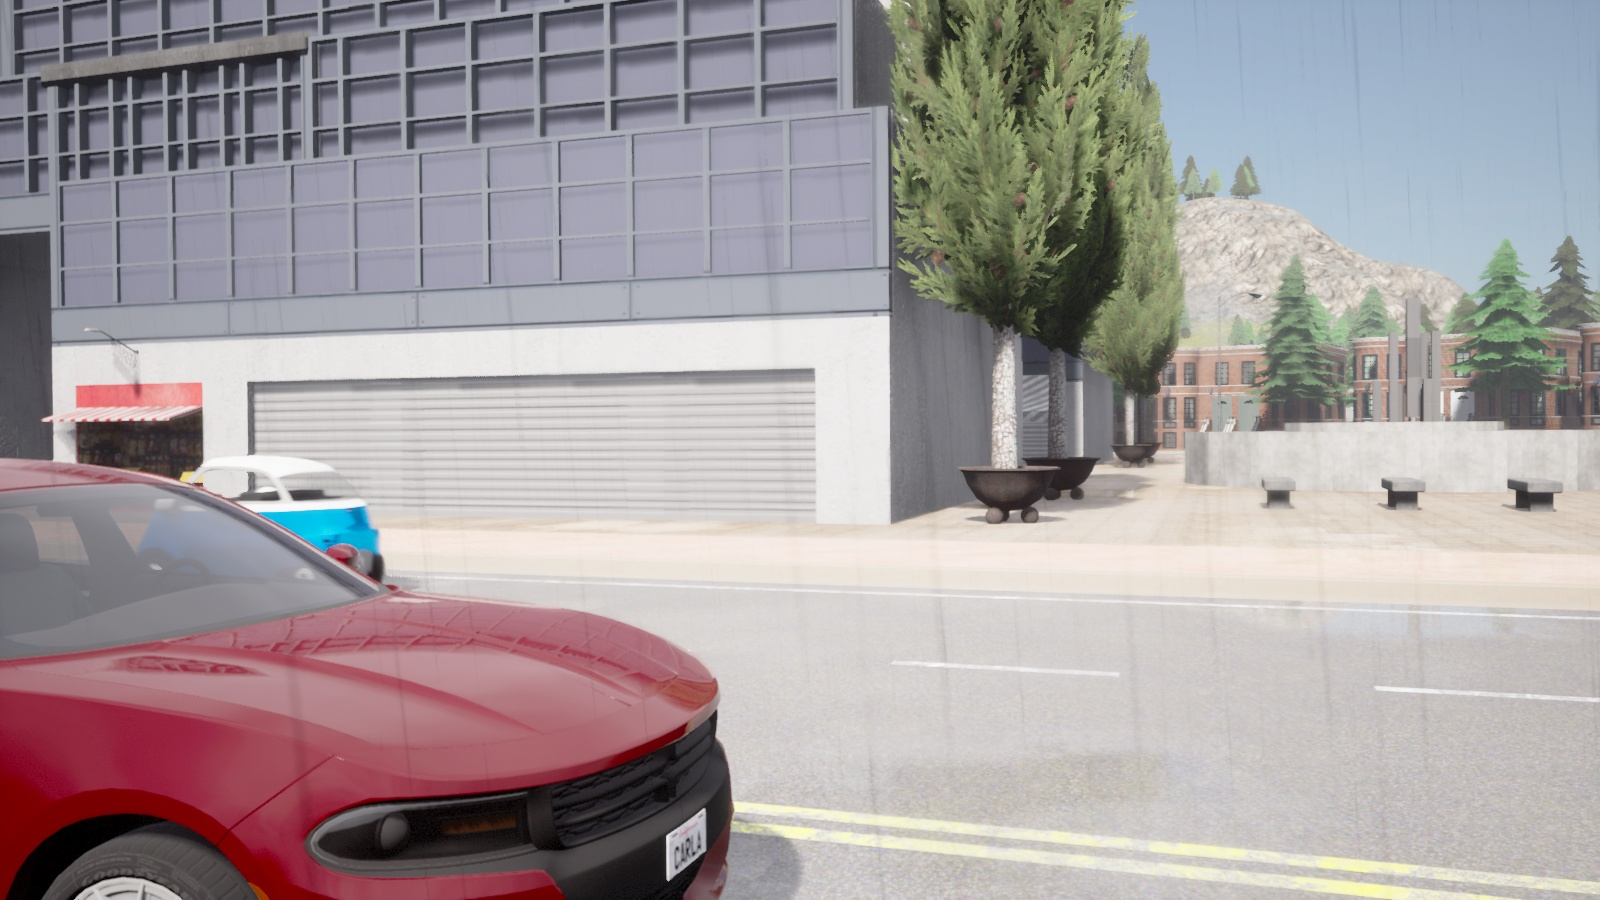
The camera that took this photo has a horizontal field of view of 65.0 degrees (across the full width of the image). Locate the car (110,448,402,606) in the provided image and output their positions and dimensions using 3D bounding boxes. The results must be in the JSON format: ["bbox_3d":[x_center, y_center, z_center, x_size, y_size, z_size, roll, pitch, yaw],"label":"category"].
[{"bbox_3d":[-5.311,0.694,12.357,2.207,1.376,1.481,1,1,19],"label":"car"}]

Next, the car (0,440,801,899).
[{"bbox_3d":[-2.671,0.743,4.088,5.008,1.535,1.882,0,1,19],"label":"car"}]
